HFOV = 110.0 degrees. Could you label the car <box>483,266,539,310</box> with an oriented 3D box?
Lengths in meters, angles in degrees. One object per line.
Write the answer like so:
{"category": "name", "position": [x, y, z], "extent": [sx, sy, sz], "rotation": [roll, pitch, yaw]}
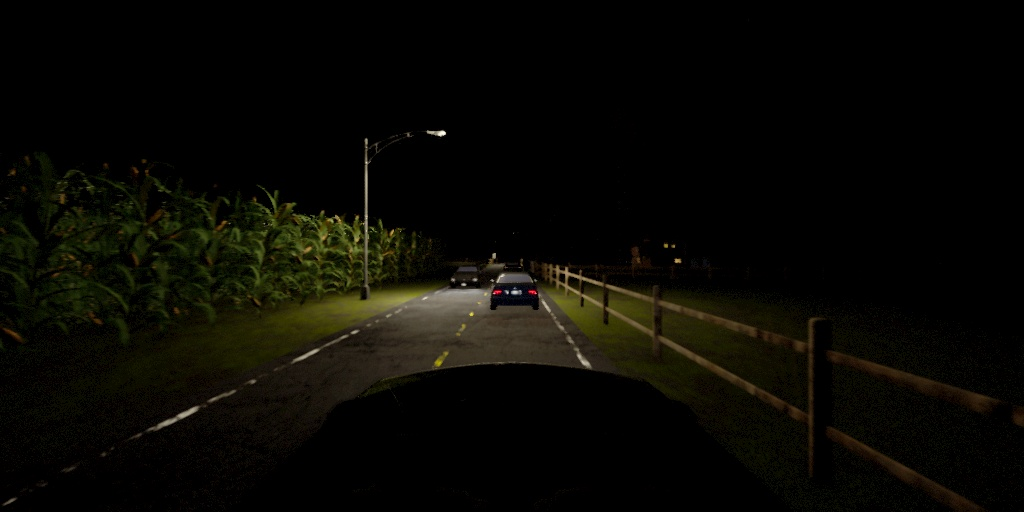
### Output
{"category": "car", "position": [0.089, 1.305, 14.826], "extent": [2.033, 1.411, 5.357], "rotation": [0, 0, 0]}

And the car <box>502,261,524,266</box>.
{"category": "car", "position": [0.090, 1.270, 35.490], "extent": [2.128, 1.511, 4.902], "rotation": [0, 0, 0]}

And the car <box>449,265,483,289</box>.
{"category": "car", "position": [-2.850, 1.312, 23.882], "extent": [2.033, 1.411, 5.357], "rotation": [0, 0, 0]}
